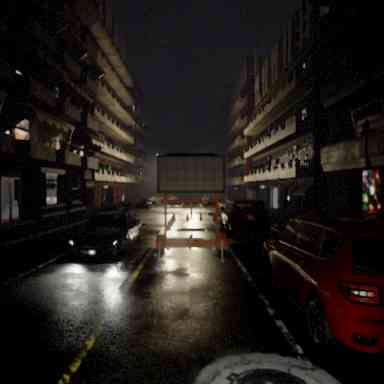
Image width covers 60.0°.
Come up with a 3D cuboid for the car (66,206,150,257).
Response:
[{"bbox_3d":[-3.131,1.499,13.071,2.033,1.411,5.357,0,0,0],"label":"car"}]

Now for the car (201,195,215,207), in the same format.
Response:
[{"bbox_3d":[2.574,1.361,45.442,1.752,1.417,4.829,-1,0,0],"label":"car"}]

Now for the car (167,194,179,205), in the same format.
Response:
[{"bbox_3d":[-3.128,1.407,55.513,1.895,1.301,4.718,0,0,0],"label":"car"}]

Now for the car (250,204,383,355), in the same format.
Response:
[{"bbox_3d":[2.663,1.292,6.057,2.192,1.841,5.009,-1,0,0],"label":"car"}]

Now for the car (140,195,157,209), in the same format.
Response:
[{"bbox_3d":[-5.792,1.407,39.680,2.008,1.369,4.403,-1,0,0],"label":"car"}]

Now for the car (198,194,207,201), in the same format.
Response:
[{"bbox_3d":[2.498,1.283,78.884,1.947,1.339,4.313,-1,0,0],"label":"car"}]

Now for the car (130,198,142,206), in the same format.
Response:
[{"bbox_3d":[-5.766,1.478,28.475,1.802,1.307,4.206,-1,0,0],"label":"car"}]

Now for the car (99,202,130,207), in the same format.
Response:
[{"bbox_3d":[-5.753,1.498,22.873,1.802,1.307,4.206,-1,0,0],"label":"car"}]

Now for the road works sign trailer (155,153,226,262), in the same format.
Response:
[{"bbox_3d":[-0.024,0.420,11.897,2.380,3.560,2.880,0,0,1],"label":"road works sign trailer"}]

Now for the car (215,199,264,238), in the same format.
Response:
[{"bbox_3d":[2.637,1.252,17.261,2.192,1.841,5.009,-1,0,0],"label":"car"}]

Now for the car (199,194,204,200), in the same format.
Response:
[{"bbox_3d":[2.562,1.382,50.874,1.947,1.339,4.313,-1,0,0],"label":"car"}]

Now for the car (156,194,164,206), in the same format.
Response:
[{"bbox_3d":[-5.818,1.366,50.883,2.008,1.369,4.403,-1,0,0],"label":"car"}]

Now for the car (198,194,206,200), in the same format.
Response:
[{"bbox_3d":[2.485,1.249,84.486,2.008,1.369,4.403,-1,0,0],"label":"car"}]

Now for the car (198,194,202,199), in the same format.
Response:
[{"bbox_3d":[2.548,1.236,56.475,1.967,1.590,4.097,-1,0,0],"label":"car"}]
